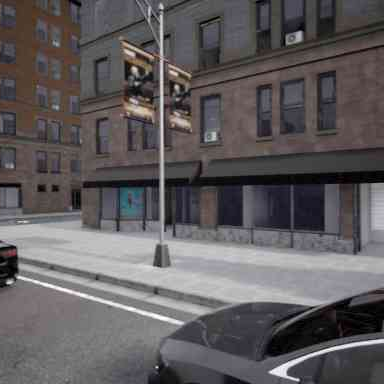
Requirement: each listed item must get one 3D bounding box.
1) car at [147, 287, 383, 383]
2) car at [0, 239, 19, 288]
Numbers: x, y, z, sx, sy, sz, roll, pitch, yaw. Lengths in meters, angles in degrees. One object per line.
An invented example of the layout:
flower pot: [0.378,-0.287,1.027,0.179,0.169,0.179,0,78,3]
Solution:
car: [1.835,1.505,2.378,4.892,1.490,1.837,0,0,35]
car: [-6.187,1.492,8.083,5.008,1.535,1.882,0,0,36]
